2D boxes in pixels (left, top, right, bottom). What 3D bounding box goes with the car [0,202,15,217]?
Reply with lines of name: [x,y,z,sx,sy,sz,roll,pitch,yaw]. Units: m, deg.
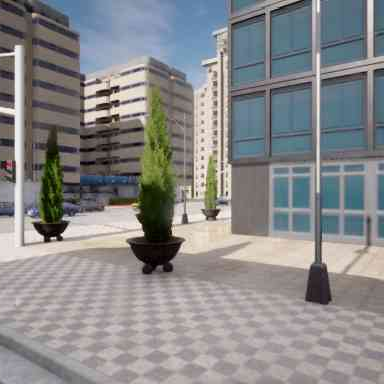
car: [-17.191,1.601,29.760,2.033,1.411,5.357,0,0,35]

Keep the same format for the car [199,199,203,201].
car: [3.010,1.193,58.144,1.812,1.442,4.674,0,0,35]

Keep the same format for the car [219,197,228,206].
car: [4.167,1.579,53.765,1.812,1.442,4.674,0,0,36]

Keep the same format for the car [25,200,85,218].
car: [-12.535,1.580,30.244,1.812,1.442,4.674,0,0,35]

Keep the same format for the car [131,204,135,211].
car: [-5.262,1.532,40.554,1.882,1.535,5.008,0,0,35]

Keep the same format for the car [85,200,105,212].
car: [-11.859,1.618,37.292,1.994,1.385,4.181,0,0,35]
